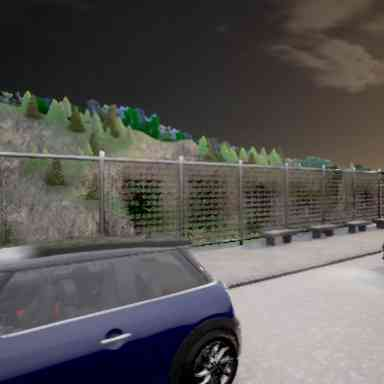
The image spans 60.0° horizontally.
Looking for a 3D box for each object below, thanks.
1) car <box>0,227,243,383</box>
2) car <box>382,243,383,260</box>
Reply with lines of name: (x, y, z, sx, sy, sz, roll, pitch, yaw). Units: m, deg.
car: (-1.678, 1.347, 3.394, 4.553, 1.767, 2.097, -1, 0, -35)
car: (7.599, 1.389, 10.004, 4.892, 1.490, 1.837, 0, 0, -35)
